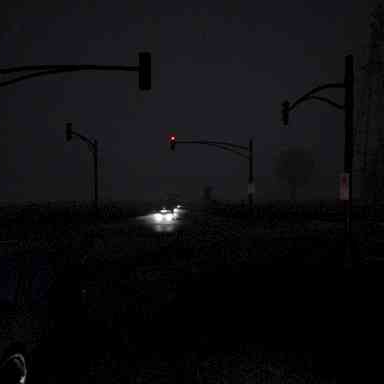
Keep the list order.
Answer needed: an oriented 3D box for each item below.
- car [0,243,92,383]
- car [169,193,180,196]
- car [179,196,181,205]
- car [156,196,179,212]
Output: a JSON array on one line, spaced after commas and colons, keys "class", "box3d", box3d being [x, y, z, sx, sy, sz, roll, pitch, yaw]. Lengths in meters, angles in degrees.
[{"class": "car", "box3d": [-2.834, 1.545, 4.883, 2.033, 1.411, 5.357, 0, 0, -5]}, {"class": "car", "box3d": [-3.074, 1.217, 57.857, 2.150, 2.045, 5.566, 0, 0, 0]}, {"class": "car", "box3d": [-3.024, 1.595, 47.506, 1.895, 1.301, 4.718, 0, 0, 0]}, {"class": "car", "box3d": [-2.970, 1.485, 37.690, 2.128, 1.511, 4.902, 0, 0, -1]}]
